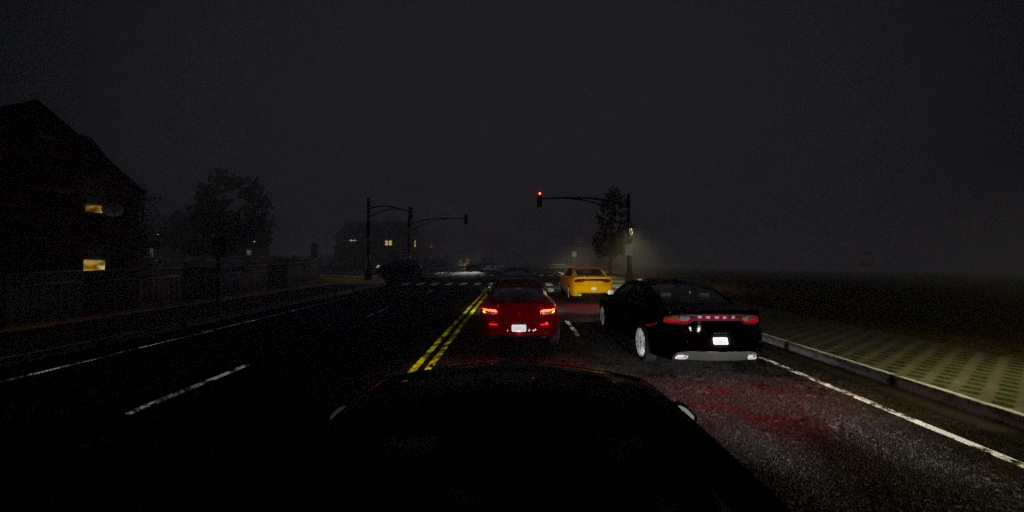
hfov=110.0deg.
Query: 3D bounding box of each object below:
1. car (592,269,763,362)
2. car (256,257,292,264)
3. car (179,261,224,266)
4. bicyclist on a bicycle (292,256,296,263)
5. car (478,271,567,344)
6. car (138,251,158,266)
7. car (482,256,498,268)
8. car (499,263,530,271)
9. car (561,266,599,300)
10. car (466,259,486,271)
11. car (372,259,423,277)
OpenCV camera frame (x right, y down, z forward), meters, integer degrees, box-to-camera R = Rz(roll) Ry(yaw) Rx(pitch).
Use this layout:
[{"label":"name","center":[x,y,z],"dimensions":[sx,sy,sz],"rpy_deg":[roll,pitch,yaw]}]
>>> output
[{"label":"car","center":[3.402,1.231,8.291],"dimensions":[1.882,1.535,5.008],"rpy_deg":[0,0,0]},{"label":"car","center":[-21.062,0.910,32.952],"dimensions":[5.008,1.535,1.882],"rpy_deg":[1,-1,16]},{"label":"car","center":[-30.849,0.875,35.666],"dimensions":[4.718,1.301,1.895],"rpy_deg":[1,-1,16]},{"label":"bicyclist on a bicycle","center":[-24.252,0.780,39.926],"dimensions":[0.582,1.620,1.656],"rpy_deg":[1,-1,15]},{"label":"car","center":[0.162,1.280,9.465],"dimensions":[1.812,1.442,4.674],"rpy_deg":[0,0,1]},{"label":"car","center":[-40.928,0.332,38.480],"dimensions":[5.566,2.045,2.150],"rpy_deg":[1,-1,16]},{"label":"car","center":[-4.388,1.086,63.334],"dimensions":[2.150,2.045,5.566],"rpy_deg":[0,0,5]},{"label":"car","center":[0.281,1.289,18.572],"dimensions":[1.812,1.442,4.674],"rpy_deg":[0,0,0]},{"label":"car","center":[3.532,1.239,17.759],"dimensions":[1.882,1.535,5.008],"rpy_deg":[0,0,1]},{"label":"car","center":[-5.231,1.429,50.172],"dimensions":[1.895,1.301,4.718],"rpy_deg":[0,0,3]},{"label":"car","center":[-11.012,1.030,34.505],"dimensions":[4.553,1.767,2.097],"rpy_deg":[3,-2,-30]}]
